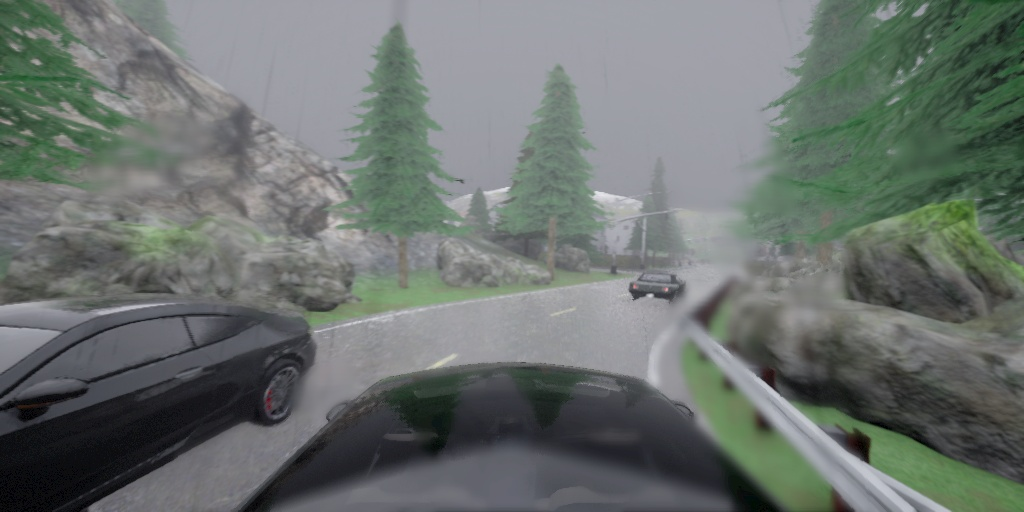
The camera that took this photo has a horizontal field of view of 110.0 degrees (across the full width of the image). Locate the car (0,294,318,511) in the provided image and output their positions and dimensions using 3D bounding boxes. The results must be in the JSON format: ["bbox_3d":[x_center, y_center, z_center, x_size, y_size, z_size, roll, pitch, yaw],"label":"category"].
[{"bbox_3d":[-3.531,1.087,2.756,1.812,1.442,4.674,2,1,7],"label":"car"}]

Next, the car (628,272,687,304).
[{"bbox_3d":[7.166,1.448,17.259,1.895,1.301,4.718,3,1,33],"label":"car"}]
